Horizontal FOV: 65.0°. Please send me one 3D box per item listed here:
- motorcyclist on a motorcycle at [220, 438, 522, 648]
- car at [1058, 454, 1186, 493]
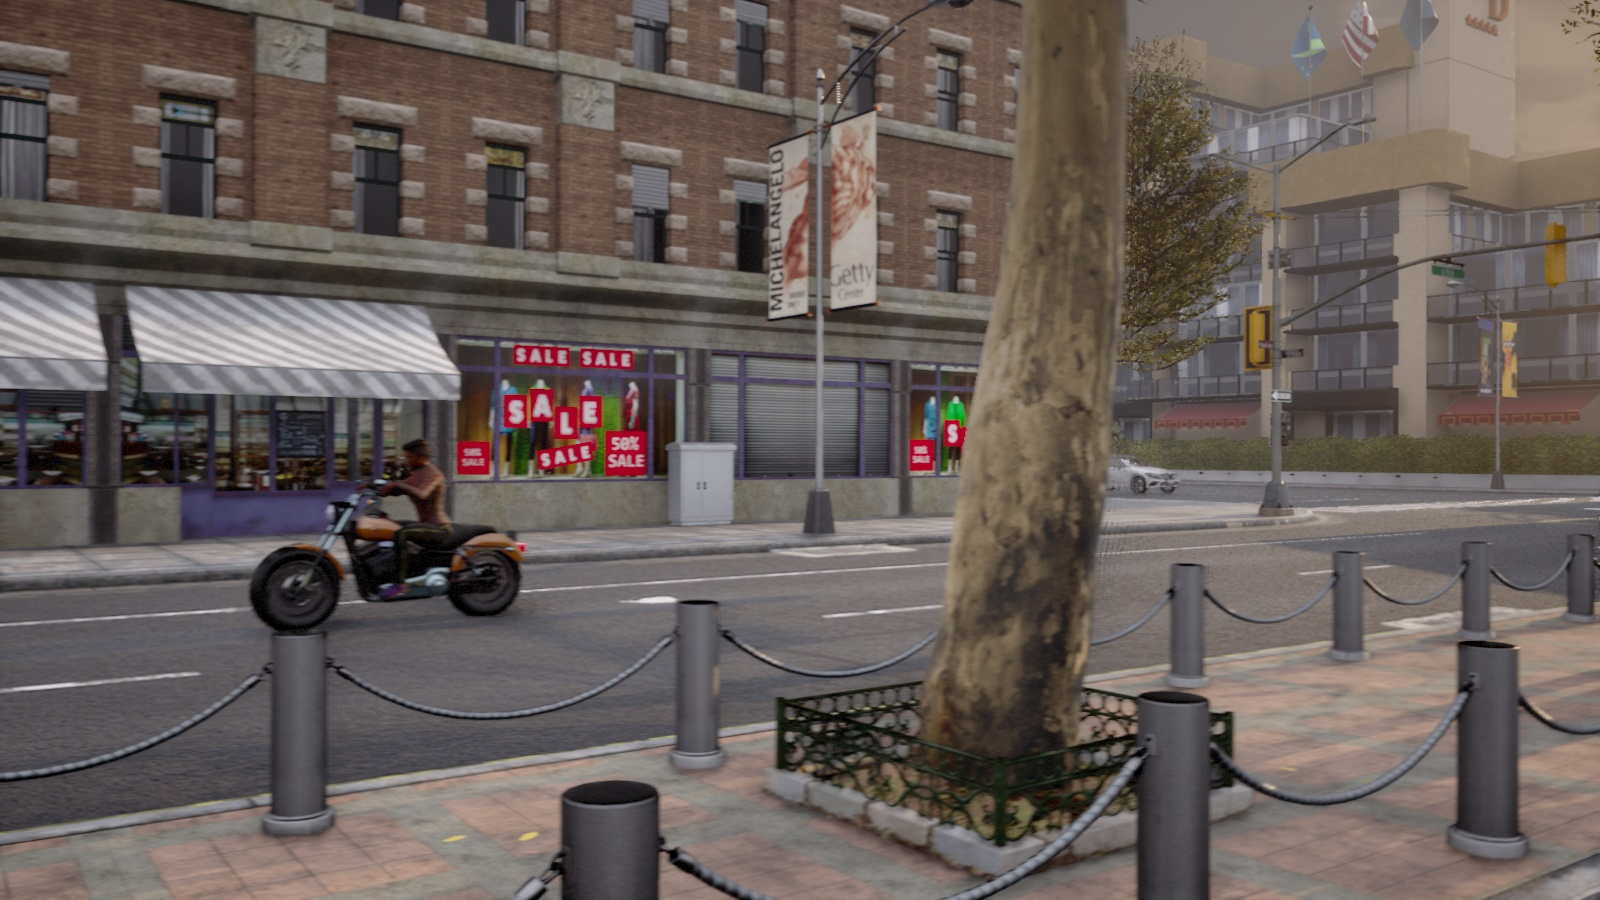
[{"bbox_3d":[-3.666,0.730,10.855,2.350,1.649,0.766,0,0,-35],"label":"motorcyclist on a motorcycle"},{"bbox_3d":[12.255,0.862,48.068,1.812,1.442,4.674,0,0,-35],"label":"car"}]
